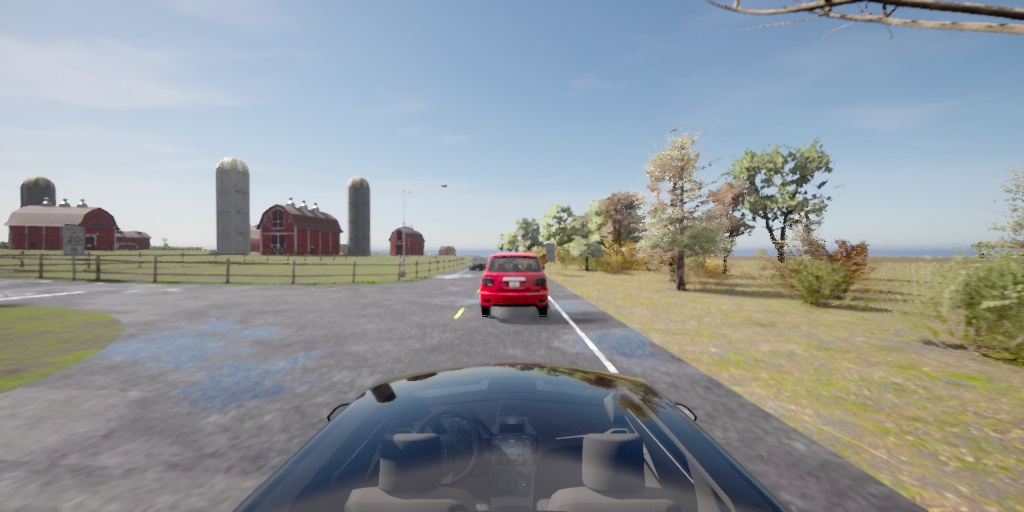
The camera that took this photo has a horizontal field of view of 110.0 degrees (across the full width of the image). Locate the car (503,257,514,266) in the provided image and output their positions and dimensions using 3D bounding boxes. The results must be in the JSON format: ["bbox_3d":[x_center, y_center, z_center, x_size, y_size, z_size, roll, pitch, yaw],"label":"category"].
[{"bbox_3d":[-0.674,0.919,64.335,1.812,1.442,4.674,0,0,-1],"label":"car"}]

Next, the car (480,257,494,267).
[{"bbox_3d":[-4.114,0.967,59.707,2.033,1.411,5.357,0,0,-1],"label":"car"}]

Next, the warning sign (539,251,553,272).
[{"bbox_3d":[3.326,0.657,37.241,1.300,1.860,1.060,0,0,-1],"label":"warning sign"}]

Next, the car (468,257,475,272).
[{"bbox_3d":[-3.878,0.869,41.834,2.097,1.767,4.553,0,0,-1],"label":"car"}]

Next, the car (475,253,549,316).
[{"bbox_3d":[0.064,0.905,13.140,2.150,2.045,5.566,0,0,0],"label":"car"}]
